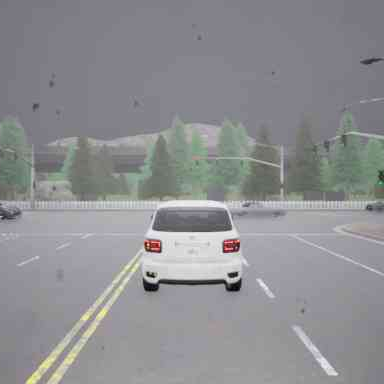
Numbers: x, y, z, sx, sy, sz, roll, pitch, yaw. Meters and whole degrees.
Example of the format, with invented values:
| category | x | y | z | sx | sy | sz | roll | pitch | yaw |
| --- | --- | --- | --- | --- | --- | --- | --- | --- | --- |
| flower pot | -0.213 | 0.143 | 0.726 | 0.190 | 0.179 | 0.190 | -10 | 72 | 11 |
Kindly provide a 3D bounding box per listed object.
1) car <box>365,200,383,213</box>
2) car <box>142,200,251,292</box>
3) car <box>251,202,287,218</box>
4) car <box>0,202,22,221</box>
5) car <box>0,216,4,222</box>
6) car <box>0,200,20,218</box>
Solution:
| category | x | y | z | sx | sy | sz | roll | pitch | yaw |
| --- | --- | --- | --- | --- | --- | --- | --- | --- | --- |
| car | 21.210 | 1.508 | 36.116 | 4.181 | 1.385 | 1.994 | 0 | 0 | 0 |
| car | 0.009 | 1.221 | 9.088 | 2.150 | 2.045 | 5.566 | 0 | 0 | 0 |
| car | 5.716 | 1.563 | 28.860 | 4.718 | 1.301 | 1.895 | 0 | 0 | 0 |
| car | -15.434 | 1.297 | 25.245 | 4.553 | 1.767 | 2.097 | 0 | 0 | 0 |
| car | -7.168 | 1.564 | 8.708 | 1.994 | 1.385 | 4.181 | 0 | 0 | -1 |
| car | -17.862 | 1.437 | 28.729 | 4.902 | 1.511 | 2.128 | 0 | 0 | 0 |
